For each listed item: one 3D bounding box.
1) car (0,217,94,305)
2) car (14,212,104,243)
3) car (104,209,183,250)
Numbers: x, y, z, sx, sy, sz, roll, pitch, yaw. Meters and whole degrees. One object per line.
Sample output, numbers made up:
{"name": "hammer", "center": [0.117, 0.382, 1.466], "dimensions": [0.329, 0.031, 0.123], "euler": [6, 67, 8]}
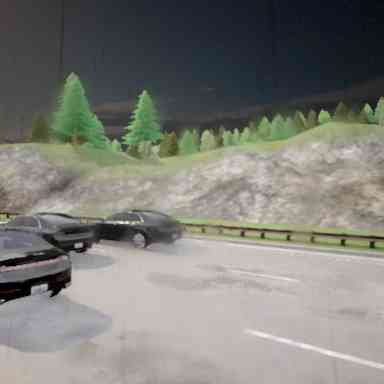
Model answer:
{"name": "car", "center": [-4.643, 1.493, 7.263], "dimensions": [4.902, 1.511, 2.128], "euler": [0, 0, 36]}
{"name": "car", "center": [-5.697, 1.507, 12.301], "dimensions": [4.892, 1.490, 1.837], "euler": [0, 0, 35]}
{"name": "car", "center": [-2.651, 1.506, 14.441], "dimensions": [4.892, 1.490, 1.837], "euler": [0, 0, 36]}
